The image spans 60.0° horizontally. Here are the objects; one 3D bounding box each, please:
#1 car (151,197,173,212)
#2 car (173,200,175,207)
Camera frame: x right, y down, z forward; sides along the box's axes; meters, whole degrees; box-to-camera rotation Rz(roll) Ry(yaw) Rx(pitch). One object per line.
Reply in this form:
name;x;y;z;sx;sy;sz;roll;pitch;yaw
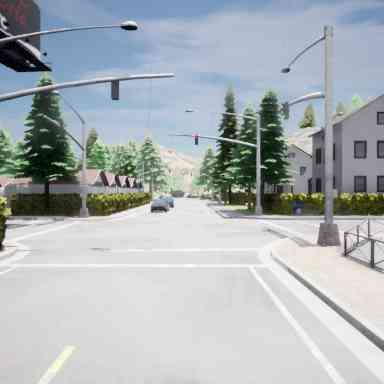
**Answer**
car;-3.621;1.547;38.478;2.033;1.411;5.357;0;0;0
car;-3.609;1.477;48.761;1.882;1.535;5.008;0;0;0
